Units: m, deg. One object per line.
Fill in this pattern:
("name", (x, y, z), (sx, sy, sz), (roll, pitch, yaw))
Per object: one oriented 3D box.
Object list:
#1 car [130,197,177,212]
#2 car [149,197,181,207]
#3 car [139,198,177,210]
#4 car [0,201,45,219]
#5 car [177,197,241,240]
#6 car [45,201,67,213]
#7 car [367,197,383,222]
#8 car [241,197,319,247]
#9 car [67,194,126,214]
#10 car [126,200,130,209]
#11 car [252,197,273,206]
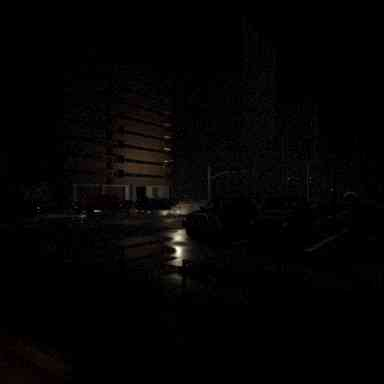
("car", (-4.380, 1.491, 38.495), (2.128, 1.511, 4.902), (0, 0, 34))
("car", (-4.121, 1.547, 51.719), (2.033, 1.411, 5.357), (0, 0, 35))
("car", (-4.497, 1.547, 44.933), (2.033, 1.411, 5.357), (0, 0, 34))
("car", (-15.411, 1.564, 28.694), (1.994, 1.385, 4.181), (0, 0, 34))
("car", (1.542, 1.153, 16.003), (1.932, 1.855, 4.605), (0, 0, 34))
("car", (-15.327, 1.601, 35.098), (1.895, 1.301, 4.718), (0, 0, 34))
("car", (15.935, 1.395, 27.290), (1.970, 1.475, 3.806), (0, 0, 34))
("car", (3.909, 1.156, 14.336), (1.905, 1.878, 3.866), (0, 0, 34))
("car", (-10.305, 1.221, 36.295), (2.150, 2.045, 5.566), (0, 0, 34))
("car", (-9.952, 1.547, 43.102), (2.033, 1.411, 5.357), (0, 0, 34))
("car", (12.090, 1.526, 56.754), (1.812, 1.442, 4.674), (0, 0, 34))
